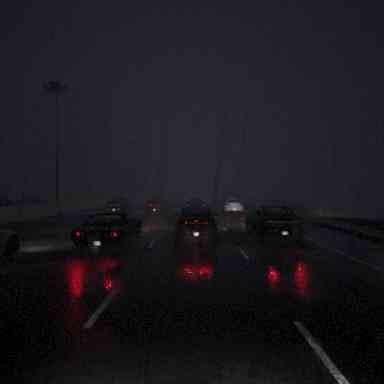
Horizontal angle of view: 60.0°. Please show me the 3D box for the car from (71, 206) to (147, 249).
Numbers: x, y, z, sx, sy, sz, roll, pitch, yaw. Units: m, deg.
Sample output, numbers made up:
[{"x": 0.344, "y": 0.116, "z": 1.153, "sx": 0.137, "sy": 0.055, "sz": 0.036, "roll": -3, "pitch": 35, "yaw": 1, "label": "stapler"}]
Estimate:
[{"x": -3.315, "y": 1.500, "z": 13.919, "sx": 1.895, "sy": 1.301, "sz": 4.718, "roll": 0, "pitch": 0, "yaw": 1, "label": "car"}]

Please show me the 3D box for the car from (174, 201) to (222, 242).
[{"x": 0.200, "y": 1.400, "z": 15.701, "sx": 1.837, "sy": 1.490, "sz": 4.892, "roll": 0, "pitch": 1, "yaw": 1, "label": "car"}]

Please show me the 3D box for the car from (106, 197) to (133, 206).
[{"x": -6.689, "y": 1.282, "z": 30.954, "sx": 1.837, "sy": 1.490, "sz": 4.892, "roll": 0, "pitch": 1, "yaw": 1, "label": "car"}]

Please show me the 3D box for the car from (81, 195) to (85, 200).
[{"x": -23.960, "y": 1.079, "z": 75.529, "sx": 2.097, "sy": 1.767, "sz": 4.553, "roll": 0, "pitch": -1, "yaw": 0, "label": "car"}]

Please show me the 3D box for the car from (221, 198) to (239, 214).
[{"x": 3.812, "y": 1.320, "z": 31.858, "sx": 1.812, "sy": 1.442, "sz": 4.674, "roll": 0, "pitch": 0, "yaw": 1, "label": "car"}]

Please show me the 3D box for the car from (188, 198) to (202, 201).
[{"x": 0.311, "y": 1.312, "z": 31.889, "sx": 1.812, "sy": 1.442, "sz": 4.674, "roll": 0, "pitch": 0, "yaw": 1, "label": "car"}]

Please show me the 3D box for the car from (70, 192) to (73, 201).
[{"x": -27.460, "y": 0.941, "z": 75.496, "sx": 2.150, "sy": 2.045, "sz": 5.566, "roll": 0, "pitch": -1, "yaw": 0, "label": "car"}]

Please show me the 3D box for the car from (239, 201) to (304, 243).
[{"x": 3.698, "y": 1.394, "z": 15.538, "sx": 2.128, "sy": 1.511, "sz": 4.902, "roll": 0, "pitch": 0, "yaw": 1, "label": "car"}]

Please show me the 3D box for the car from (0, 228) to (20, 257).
[{"x": -6.859, "y": 1.447, "z": 9.501, "sx": 1.812, "sy": 1.442, "sz": 4.674, "roll": 0, "pitch": 1, "yaw": 1, "label": "car"}]

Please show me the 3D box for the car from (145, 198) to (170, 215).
[{"x": -3.189, "y": 1.290, "z": 30.933, "sx": 1.837, "sy": 1.490, "sz": 4.892, "roll": 0, "pitch": 1, "yaw": 1, "label": "car"}]

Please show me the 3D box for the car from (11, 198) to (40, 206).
[{"x": -17.342, "y": 1.249, "z": 35.700, "sx": 1.812, "sy": 1.442, "sz": 4.674, "roll": 0, "pitch": 0, "yaw": 0, "label": "car"}]
